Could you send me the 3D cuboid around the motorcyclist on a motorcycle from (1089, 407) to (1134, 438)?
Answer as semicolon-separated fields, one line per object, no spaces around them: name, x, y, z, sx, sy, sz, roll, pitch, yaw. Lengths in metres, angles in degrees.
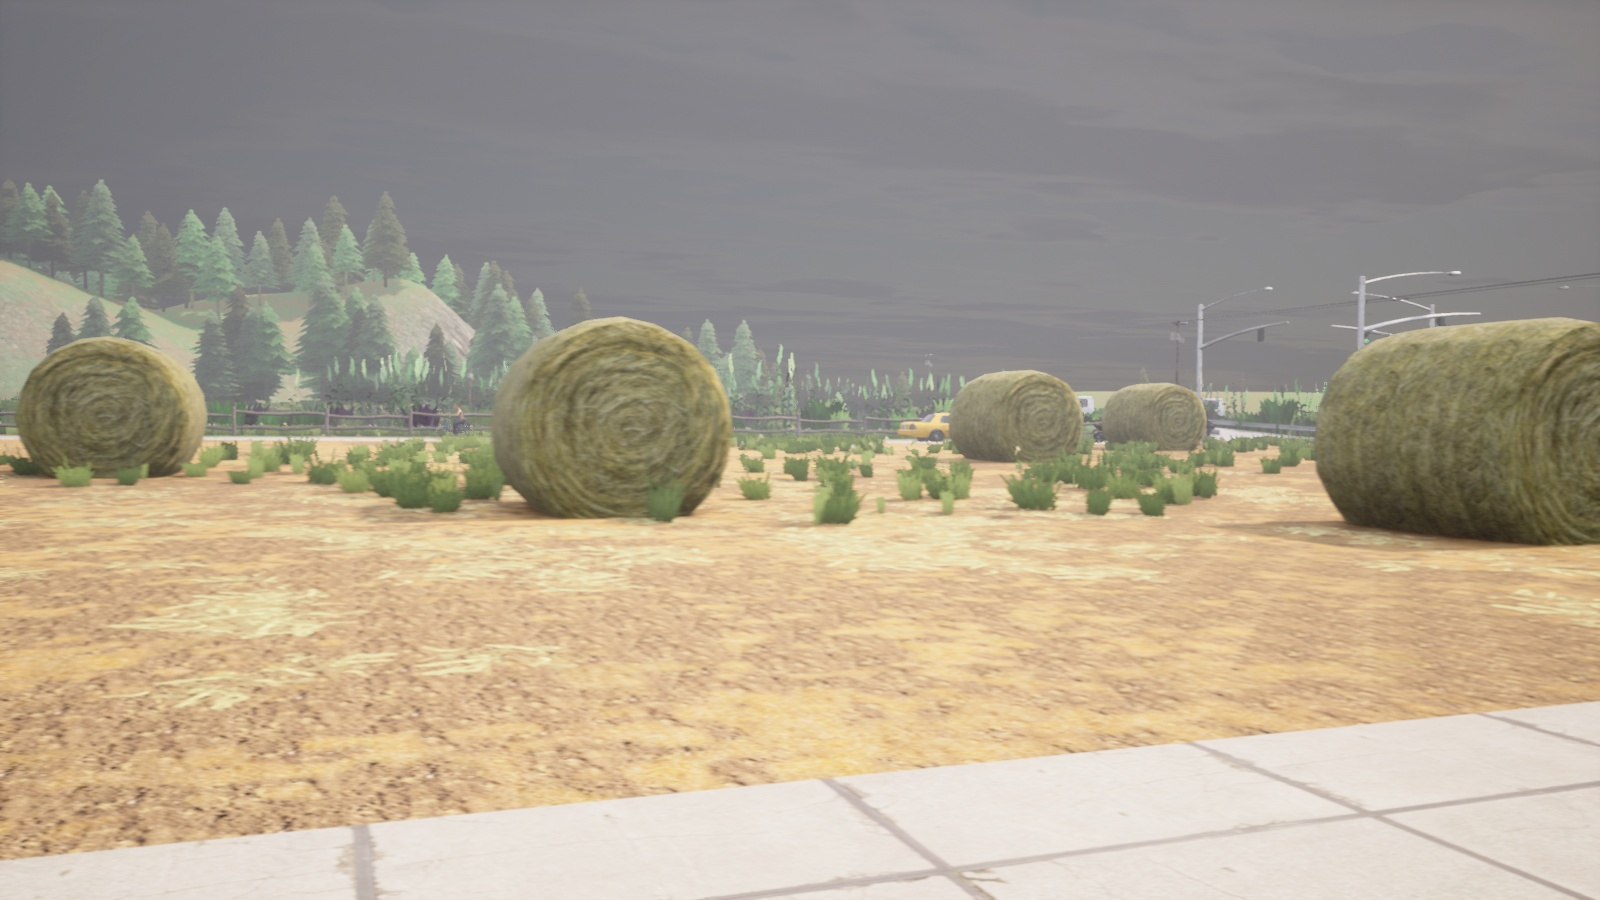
motorcyclist on a motorcycle;15.343;-1.362;61.896;2.044;1.523;0.797;-1;2;-17

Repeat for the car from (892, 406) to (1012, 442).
car;7.181;-1.250;59.413;5.366;1.575;1.801;-1;2;-17
